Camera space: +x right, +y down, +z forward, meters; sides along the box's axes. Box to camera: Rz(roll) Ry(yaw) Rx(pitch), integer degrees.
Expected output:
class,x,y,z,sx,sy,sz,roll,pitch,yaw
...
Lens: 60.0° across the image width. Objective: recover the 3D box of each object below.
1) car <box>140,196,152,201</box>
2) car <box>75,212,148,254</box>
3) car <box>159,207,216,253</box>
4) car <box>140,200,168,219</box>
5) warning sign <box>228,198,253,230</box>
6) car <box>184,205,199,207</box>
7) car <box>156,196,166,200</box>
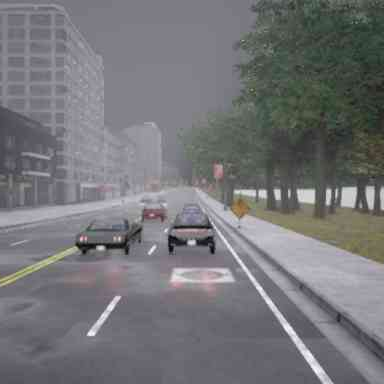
class,x,y,z,sx,sy,sz,roll,pitch,yaw
car,-9.786,1.562,70.966,1.882,1.535,5.008,0,0,0
car,-3.255,1.728,14.102,1.895,1.301,4.718,0,0,0
car,-0.003,1.621,14.294,2.128,1.511,4.902,0,0,0
car,-3.259,1.732,29.491,1.882,1.535,5.008,0,0,0
warning sign,2.854,1.291,19.850,1.300,1.860,1.060,1,0,0
car,-0.013,1.798,28.988,2.033,1.411,5.357,0,0,0
car,-6.535,1.584,70.968,1.837,1.490,4.892,0,0,0
